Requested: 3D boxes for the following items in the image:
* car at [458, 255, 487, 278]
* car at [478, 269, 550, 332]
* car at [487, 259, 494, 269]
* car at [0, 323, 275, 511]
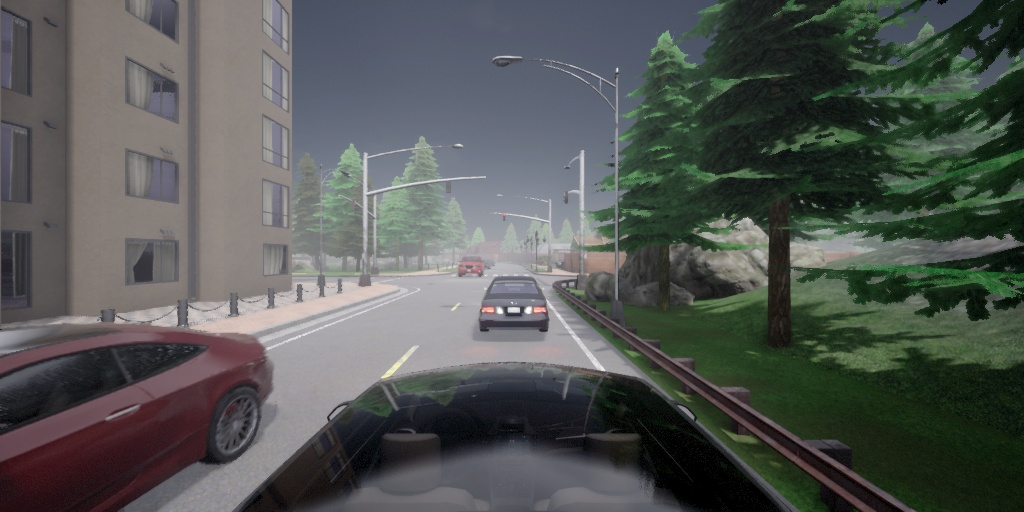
[{"bbox_3d":[-3.857,0.951,34.383,2.150,2.045,5.566,0,0,-1],"label":"car"},{"bbox_3d":[0.066,1.297,10.825,2.033,1.411,5.357,0,0,1],"label":"car"},{"bbox_3d":[-4.048,1.227,51.989,1.837,1.490,4.892,0,0,0],"label":"car"},{"bbox_3d":[-3.600,1.276,2.250,1.812,1.442,4.674,0,0,0],"label":"car"}]
